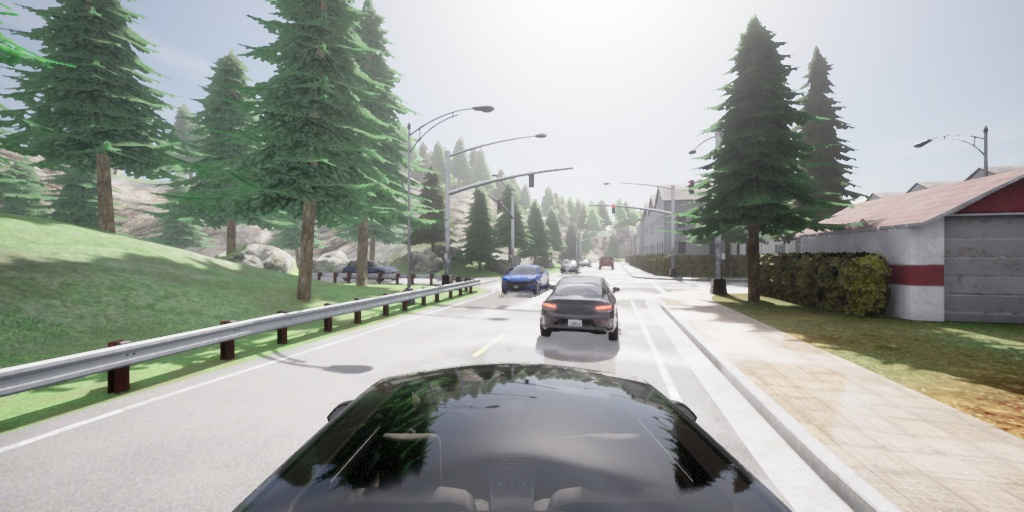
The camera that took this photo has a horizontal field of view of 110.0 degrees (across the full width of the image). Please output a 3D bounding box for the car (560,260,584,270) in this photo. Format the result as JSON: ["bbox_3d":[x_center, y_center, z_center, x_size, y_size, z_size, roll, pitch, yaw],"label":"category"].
[{"bbox_3d":[6.582,1.241,40.401,2.128,1.511,4.902,0,0,16],"label":"car"}]

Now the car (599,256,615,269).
[{"bbox_3d":[14.802,0.971,56.124,2.150,2.045,5.566,0,0,16],"label":"car"}]

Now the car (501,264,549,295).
[{"bbox_3d":[0.858,1.231,19.836,1.882,1.535,5.008,0,0,16],"label":"car"}]

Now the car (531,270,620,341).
[{"bbox_3d":[1.960,1.276,9.924,1.812,1.442,4.674,0,0,15],"label":"car"}]

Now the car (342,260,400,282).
[{"bbox_3d":[-11.349,1.117,29.000,4.553,1.767,2.097,0,0,15],"label":"car"}]

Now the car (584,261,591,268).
[{"bbox_3d":[12.373,1.314,61.007,1.994,1.385,4.181,0,0,16],"label":"car"}]
